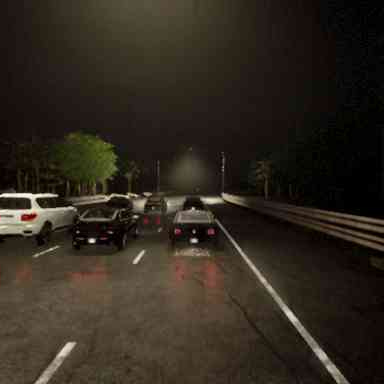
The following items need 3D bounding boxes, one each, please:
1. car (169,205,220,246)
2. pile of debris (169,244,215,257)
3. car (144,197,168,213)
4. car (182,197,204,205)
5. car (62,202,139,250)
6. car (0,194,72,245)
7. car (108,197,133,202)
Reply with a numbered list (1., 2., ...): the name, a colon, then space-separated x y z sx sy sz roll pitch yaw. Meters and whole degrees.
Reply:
1. car: 0.087 1.467 14.370 1.895 1.301 4.718 0 0 0
2. pile of debris: 0.003 2.066 11.847 1.500 0.140 1.860 0 1 0
3. car: -3.392 1.196 31.725 2.128 1.511 4.902 0 1 0
4. car: 0.108 1.209 31.799 1.837 1.490 4.892 0 1 0
5. car: -3.398 1.378 13.723 1.837 1.490 4.892 0 1 0
6. car: -6.896 1.084 14.921 2.150 2.045 5.566 0 1 0
7. car: -6.892 1.208 31.825 1.837 1.490 4.892 0 1 0
